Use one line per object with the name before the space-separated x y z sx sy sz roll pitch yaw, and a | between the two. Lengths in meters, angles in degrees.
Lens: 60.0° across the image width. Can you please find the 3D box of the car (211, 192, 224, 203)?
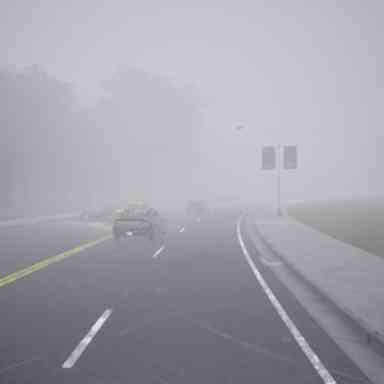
car | 5.288 1.099 66.879 2.150 2.045 5.566 -1 0 26

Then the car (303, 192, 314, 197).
car | 30.973 0.651 88.525 1.812 1.442 4.674 -1 0 41

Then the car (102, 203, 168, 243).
car | -2.359 1.496 16.222 2.128 1.511 4.902 0 0 5

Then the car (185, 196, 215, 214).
car | 0.646 1.467 34.260 2.128 1.511 4.902 0 0 13

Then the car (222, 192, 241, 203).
car | 8.259 1.345 65.518 2.128 1.511 4.902 -1 0 26

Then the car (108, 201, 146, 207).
car | -4.508 1.484 26.126 1.882 1.535 5.008 0 0 10

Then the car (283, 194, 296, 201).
car | 21.586 1.104 73.614 1.837 1.490 4.892 -1 0 33

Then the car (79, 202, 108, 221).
car | -7.558 1.544 27.545 1.812 1.442 4.674 0 0 10
